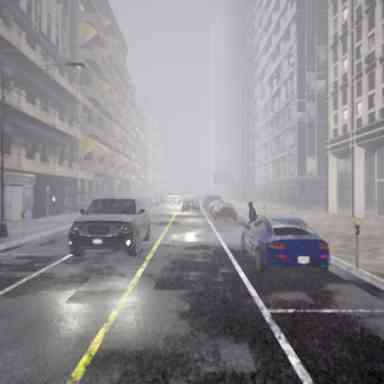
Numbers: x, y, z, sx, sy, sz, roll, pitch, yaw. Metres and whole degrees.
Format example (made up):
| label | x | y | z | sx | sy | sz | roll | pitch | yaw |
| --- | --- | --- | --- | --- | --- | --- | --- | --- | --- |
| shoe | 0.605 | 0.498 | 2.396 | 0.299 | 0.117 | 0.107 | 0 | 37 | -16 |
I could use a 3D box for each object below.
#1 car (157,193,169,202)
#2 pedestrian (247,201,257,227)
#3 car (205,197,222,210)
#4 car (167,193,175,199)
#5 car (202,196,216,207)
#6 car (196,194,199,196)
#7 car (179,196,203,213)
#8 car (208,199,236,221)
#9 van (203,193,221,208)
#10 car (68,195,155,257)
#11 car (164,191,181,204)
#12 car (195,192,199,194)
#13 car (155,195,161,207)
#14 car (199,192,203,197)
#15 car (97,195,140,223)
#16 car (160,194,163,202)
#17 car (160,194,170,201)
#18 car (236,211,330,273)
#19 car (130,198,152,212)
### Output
| label | x | y | z | sx | sy | sz | roll | pitch | yaw |
| --- | --- | --- | --- | --- | --- | --- | --- | --- | --- |
| car | -5.622 | 1.110 | 64.164 | 1.967 | 1.590 | 4.097 | 1 | 0 | 0 |
| pedestrian | 2.418 | 1.214 | 13.221 | 0.375 | 1.860 | 0.375 | 1 | 0 | 0 |
| car | 2.419 | 1.405 | 31.001 | 1.802 | 1.307 | 4.206 | 1 | 0 | 0 |
| car | -5.758 | 1.012 | 91.843 | 1.967 | 1.590 | 4.097 | 0 | 0 | 0 |
| car | 2.338 | 1.325 | 47.605 | 1.802 | 1.307 | 4.206 | 0 | 0 | 0 |
| car | -0.203 | 1.351 | 46.044 | 1.895 | 1.301 | 4.718 | 0 | 0 | 0 |
| car | -0.093 | 1.407 | 34.475 | 1.895 | 1.301 | 4.718 | 0 | 0 | 0 |
| car | 2.446 | 1.434 | 25.464 | 1.802 | 1.307 | 4.206 | 1 | 0 | 0 |
| van | 2.394 | 1.137 | 36.533 | 1.690 | 1.788 | 3.998 | 1 | 0 | 0 |
| car | -2.915 | 1.143 | 12.973 | 2.150 | 2.045 | 5.566 | 0 | 0 | 0 |
| car | -3.079 | 0.923 | 56.286 | 2.150 | 2.045 | 5.566 | 0 | 1 | 0 |
| car | 2.175 | 1.173 | 80.818 | 1.947 | 1.339 | 4.313 | 0 | 0 | 0 |
| car | -5.515 | 1.320 | 42.021 | 2.008 | 1.369 | 4.403 | 1 | 0 | 0 |
| car | 2.367 | 1.084 | 42.068 | 2.192 | 1.841 | 5.009 | 1 | 0 | 0 |
| car | -5.431 | 1.167 | 25.413 | 2.192 | 1.841 | 5.009 | 1 | 0 | 0 |
| car | -5.542 | 1.325 | 47.557 | 1.802 | 1.307 | 4.206 | 1 | 0 | 0 |
| car | -5.650 | 1.192 | 69.701 | 1.887 | 1.381 | 4.507 | 0 | 0 | 0 |
| car | 2.698 | 1.463 | 10.378 | 1.812 | 1.442 | 4.674 | 0 | 0 | 0 |
| car | -5.488 | 1.378 | 36.485 | 1.802 | 1.307 | 4.206 | 1 | 0 | 0 |
